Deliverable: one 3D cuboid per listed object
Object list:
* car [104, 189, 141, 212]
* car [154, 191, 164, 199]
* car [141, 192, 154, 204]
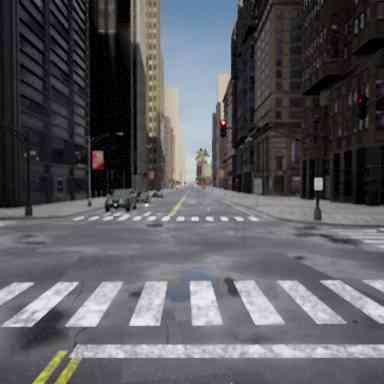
[{"bbox_3d":[-6.610,0.727,31.502,2.150,2.045,5.566,0,1,0],"label":"car"},{"bbox_3d":[-6.546,0.532,64.051,1.994,1.385,4.181,0,1,0],"label":"car"},{"bbox_3d":[-6.603,0.796,44.469,1.837,1.490,4.892,0,1,0],"label":"car"}]
